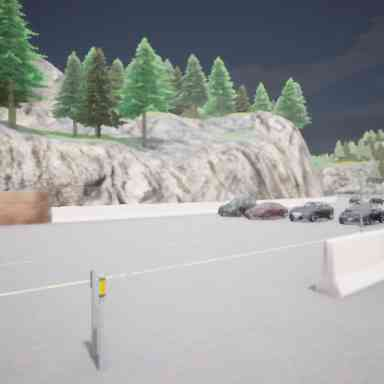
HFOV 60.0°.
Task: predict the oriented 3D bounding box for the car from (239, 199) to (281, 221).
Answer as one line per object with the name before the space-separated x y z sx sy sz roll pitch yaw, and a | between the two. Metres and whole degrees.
car | 6.289 1.539 27.555 4.674 1.442 1.812 0 0 -44

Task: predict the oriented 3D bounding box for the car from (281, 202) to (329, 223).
car | 9.277 1.496 25.582 4.902 1.511 2.128 0 0 -44

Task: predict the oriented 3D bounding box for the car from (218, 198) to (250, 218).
car | 4.416 1.373 30.617 4.553 1.767 2.097 0 0 -44
